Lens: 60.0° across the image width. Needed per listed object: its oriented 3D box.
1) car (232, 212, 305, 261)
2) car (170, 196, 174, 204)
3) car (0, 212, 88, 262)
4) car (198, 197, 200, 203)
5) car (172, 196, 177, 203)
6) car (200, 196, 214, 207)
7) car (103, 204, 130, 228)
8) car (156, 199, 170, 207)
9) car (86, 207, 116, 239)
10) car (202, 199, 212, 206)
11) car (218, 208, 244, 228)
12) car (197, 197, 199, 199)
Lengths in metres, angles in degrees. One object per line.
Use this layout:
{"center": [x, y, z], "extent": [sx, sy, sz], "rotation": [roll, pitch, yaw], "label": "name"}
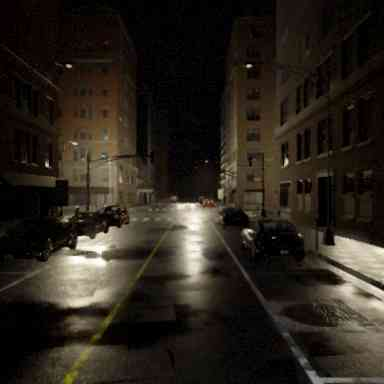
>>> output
{"center": [2.864, 1.647, 12.462], "extent": [2.008, 1.369, 4.403], "rotation": [0, 0, 0], "label": "car"}
{"center": [-5.570, 2.158, 71.387], "extent": [2.008, 1.369, 4.403], "rotation": [0, -1, 0], "label": "car"}
{"center": [-5.661, 1.662, 12.467], "extent": [1.947, 1.339, 4.313], "rotation": [0, 0, 0], "label": "car"}
{"center": [2.955, 2.158, 71.370], "extent": [2.008, 1.369, 4.403], "rotation": [0, -1, 0], "label": "car"}
{"center": [-5.531, 2.301, 87.443], "extent": [1.752, 1.417, 4.829], "rotation": [0, -1, 0], "label": "car"}
{"center": [2.928, 1.944, 60.554], "extent": [1.967, 1.590, 4.097], "rotation": [0, -1, 0], "label": "car"}
{"center": [-5.655, 1.622, 23.471], "extent": [1.967, 1.590, 4.097], "rotation": [0, 0, 0], "label": "car"}
{"center": [-5.597, 2.086, 60.571], "extent": [1.802, 1.307, 4.206], "rotation": [0, -1, 0], "label": "car"}
{"center": [-5.658, 1.721, 17.968], "extent": [1.802, 1.307, 4.206], "rotation": [0, 0, 0], "label": "car"}
{"center": [2.942, 2.081, 66.132], "extent": [1.752, 1.417, 4.829], "rotation": [0, -1, 0], "label": "car"}
{"center": [2.871, 1.748, 23.464], "extent": [1.947, 1.339, 4.313], "rotation": [0, 0, 0], "label": "car"}
{"center": [2.980, 2.159, 82.188], "extent": [1.967, 1.590, 4.097], "rotation": [0, -1, 0], "label": "car"}
